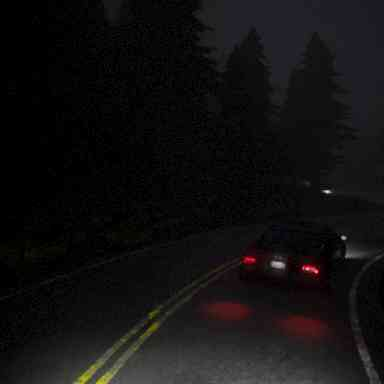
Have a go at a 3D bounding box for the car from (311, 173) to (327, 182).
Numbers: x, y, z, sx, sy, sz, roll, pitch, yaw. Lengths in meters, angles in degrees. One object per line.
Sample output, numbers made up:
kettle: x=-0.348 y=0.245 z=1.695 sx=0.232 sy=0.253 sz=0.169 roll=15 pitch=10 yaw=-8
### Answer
car: x=22.217 y=-2.559 z=58.056 sx=1.895 sy=1.301 sz=4.718 roll=3 pitch=6 yaw=31

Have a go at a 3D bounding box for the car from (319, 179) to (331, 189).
car: x=16.395 y=-1.083 z=42.735 sx=1.994 sy=1.385 sz=4.181 roll=0 pitch=6 yaw=7

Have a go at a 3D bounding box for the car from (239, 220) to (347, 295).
car: x=2.922 y=1.470 z=8.865 sx=2.033 sy=1.411 sz=5.357 roll=3 pitch=2 yaw=29
